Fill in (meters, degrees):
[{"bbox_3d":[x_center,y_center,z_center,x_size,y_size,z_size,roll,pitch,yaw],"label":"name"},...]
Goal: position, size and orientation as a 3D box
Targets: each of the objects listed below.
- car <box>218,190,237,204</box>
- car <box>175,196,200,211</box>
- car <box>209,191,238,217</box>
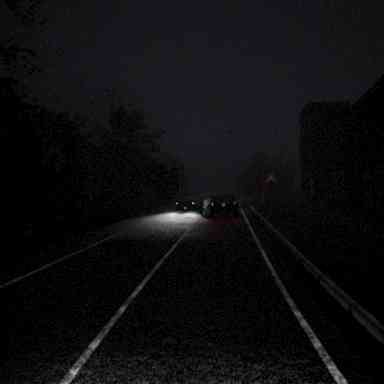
[{"bbox_3d":[4.633,0.588,42.751,1.882,1.535,5.008,0,2,11],"label":"car"},{"bbox_3d":[-0.353,1.017,31.149,1.895,1.301,4.718,0,1,7],"label":"car"},{"bbox_3d":[2.461,0.877,25.621,2.097,1.767,4.553,0,1,6],"label":"car"}]
